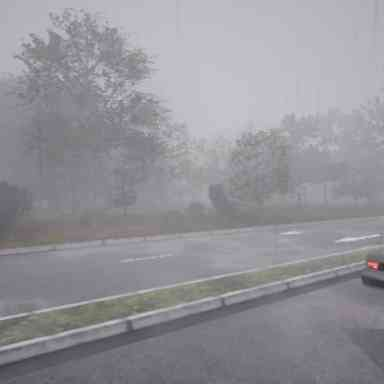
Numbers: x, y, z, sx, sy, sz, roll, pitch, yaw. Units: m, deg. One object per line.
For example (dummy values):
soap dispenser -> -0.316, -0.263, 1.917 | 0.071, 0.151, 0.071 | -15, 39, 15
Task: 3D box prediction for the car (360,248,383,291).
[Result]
car -> 6.064, 1.542, 7.769 | 5.357, 1.411, 2.033 | 0, 0, -36
